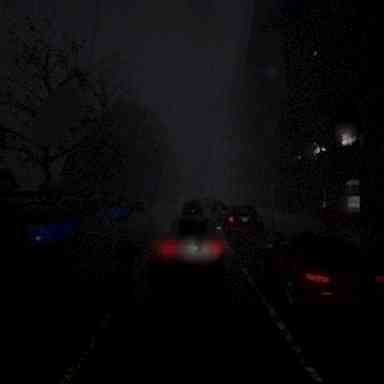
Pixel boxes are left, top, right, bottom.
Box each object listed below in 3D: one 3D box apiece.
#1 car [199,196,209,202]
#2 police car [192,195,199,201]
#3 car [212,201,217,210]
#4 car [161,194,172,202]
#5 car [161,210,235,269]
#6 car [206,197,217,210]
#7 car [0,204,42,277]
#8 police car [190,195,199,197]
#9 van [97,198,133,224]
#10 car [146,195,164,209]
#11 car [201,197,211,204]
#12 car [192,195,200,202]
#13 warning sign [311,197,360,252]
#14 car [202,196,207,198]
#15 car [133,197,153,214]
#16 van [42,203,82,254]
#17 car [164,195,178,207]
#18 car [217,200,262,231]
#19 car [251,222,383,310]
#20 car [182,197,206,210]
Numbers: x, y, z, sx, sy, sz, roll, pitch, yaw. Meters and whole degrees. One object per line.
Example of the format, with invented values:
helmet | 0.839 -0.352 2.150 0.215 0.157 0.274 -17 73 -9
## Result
car | 2.689 1.616 75.085 1.947 1.339 4.313 0 0 0
police car | 0.900 1.496 87.955 1.930 1.638 5.238 0 0 0
car | 2.690 1.587 24.411 1.802 1.307 4.206 0 0 0
car | -5.691 1.364 75.085 2.192 1.841 5.009 0 0 0
car | 0.043 1.550 11.187 2.033 1.411 5.357 0 0 1
car | 2.690 1.575 35.672 1.947 1.339 4.313 0 0 0
car | -5.690 1.316 7.519 2.192 1.841 5.009 0 0 0
police car | 0.443 1.471 72.143 1.930 1.638 5.238 0 0 12
van | -5.691 1.346 24.411 1.690 1.788 3.998 0 0 0
car | -5.690 1.330 46.932 2.192 1.841 5.009 0 0 0
car | 2.689 1.616 63.823 1.802 1.307 4.206 0 0 0
car | 0.900 1.538 81.845 1.882 1.535 5.008 0 0 0
warning sign | 5.068 1.118 11.843 1.300 1.860 1.060 0 0 0
car | 2.690 1.456 46.932 1.967 1.590 4.097 0 0 0
car | -5.691 1.574 35.672 1.947 1.339 4.313 0 0 0
van | -5.690 1.343 13.150 1.690 1.788 3.998 0 0 0
car | -3.084 1.567 51.668 2.033 1.411 5.357 0 0 0
car | 2.690 1.444 18.781 1.967 1.590 4.097 0 0 0
car | 2.690 1.584 7.519 1.802 1.307 4.206 0 0 0
car | 0.076 1.484 31.443 1.882 1.535 5.008 0 0 0
